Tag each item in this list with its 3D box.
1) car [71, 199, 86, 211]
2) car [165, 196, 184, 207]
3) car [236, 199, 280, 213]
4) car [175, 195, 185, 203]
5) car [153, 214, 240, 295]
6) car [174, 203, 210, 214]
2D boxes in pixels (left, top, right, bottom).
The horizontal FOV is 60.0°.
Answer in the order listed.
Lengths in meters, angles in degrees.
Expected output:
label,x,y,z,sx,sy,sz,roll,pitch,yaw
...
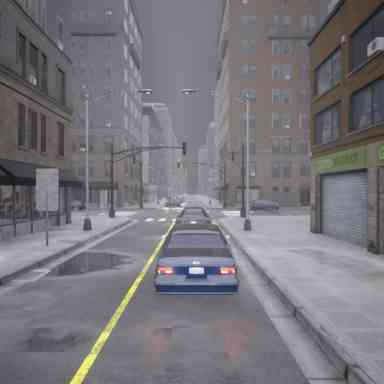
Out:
label,x,y,z,sx,sy,sz,roll,pitch,yaw
car,-14.677,1.539,39.337,4.313,1.339,1.947,0,0,0
car,-2.785,1.351,49.885,2.097,1.767,4.553,0,0,1
car,7.260,1.524,36.726,4.674,1.442,1.812,0,0,0
car,-2.624,1.528,72.740,2.128,1.511,4.902,0,0,0
car,0.098,1.547,8.853,2.033,1.411,5.357,0,0,0
car,0.095,1.563,19.399,1.994,1.385,4.181,0,0,1
